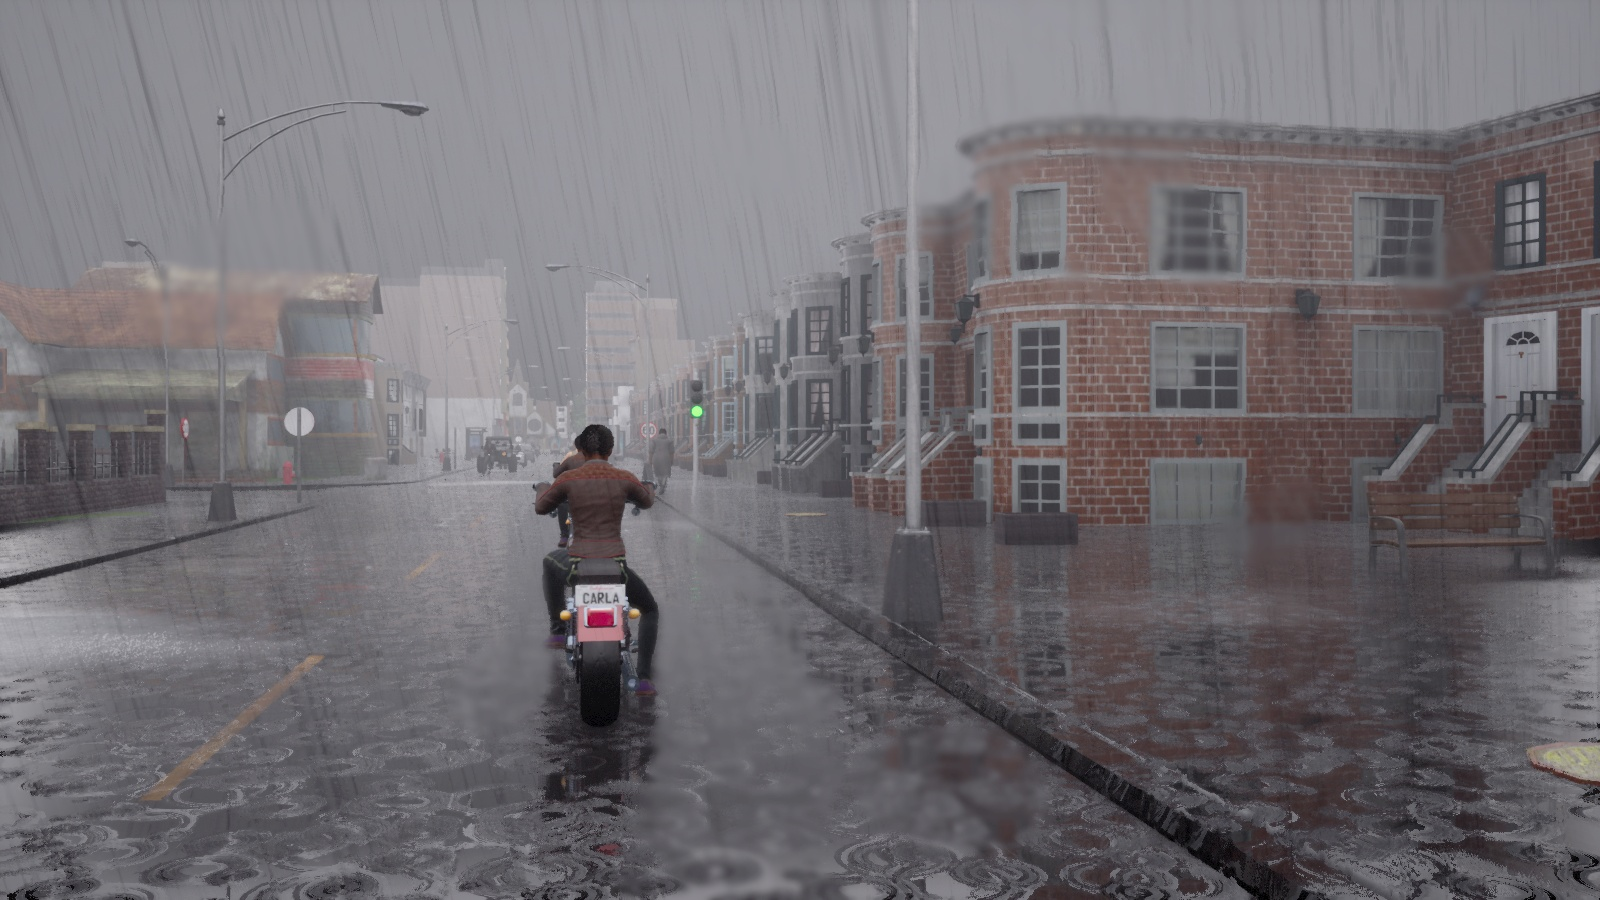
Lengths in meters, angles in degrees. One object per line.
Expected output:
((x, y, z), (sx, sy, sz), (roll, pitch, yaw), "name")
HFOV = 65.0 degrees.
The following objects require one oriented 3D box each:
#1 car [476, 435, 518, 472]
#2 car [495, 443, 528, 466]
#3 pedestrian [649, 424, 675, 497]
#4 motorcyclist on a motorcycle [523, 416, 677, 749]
((-15.980, 0.179, 66.370), (1.905, 1.878, 3.866), (0, 0, -10), "car")
((-18.796, 0.265, 81.942), (1.970, 1.475, 3.806), (0, 0, -10), "car")
((-3.750, 0.274, 34.222), (0.659, 1.952, 0.873), (0, 0, -3), "pedestrian")
((-1.211, 0.656, 7.458), (0.766, 1.649, 2.350), (0, 0, -10), "motorcyclist on a motorcycle")
